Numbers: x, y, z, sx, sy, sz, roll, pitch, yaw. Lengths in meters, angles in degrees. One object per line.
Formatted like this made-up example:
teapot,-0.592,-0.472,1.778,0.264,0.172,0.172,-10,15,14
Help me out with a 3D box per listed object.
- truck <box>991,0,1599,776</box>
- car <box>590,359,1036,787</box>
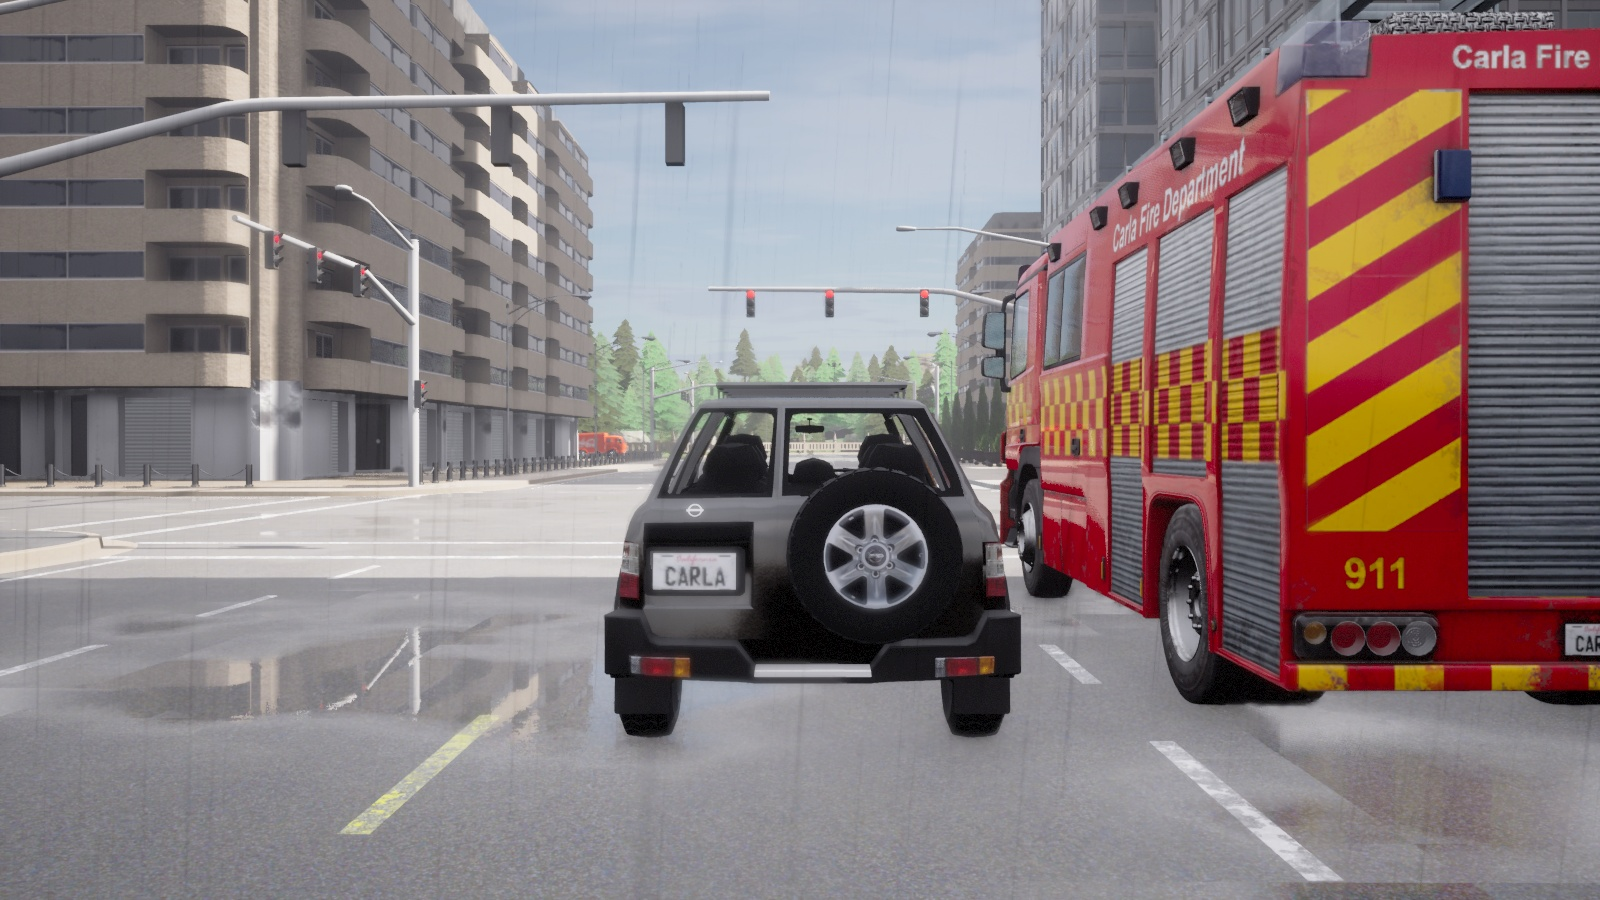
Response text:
truck,3.573,-0.471,9.880,2.891,3.827,8.468,0,0,0
car,0.061,0.520,7.741,1.932,1.855,4.605,0,0,0
